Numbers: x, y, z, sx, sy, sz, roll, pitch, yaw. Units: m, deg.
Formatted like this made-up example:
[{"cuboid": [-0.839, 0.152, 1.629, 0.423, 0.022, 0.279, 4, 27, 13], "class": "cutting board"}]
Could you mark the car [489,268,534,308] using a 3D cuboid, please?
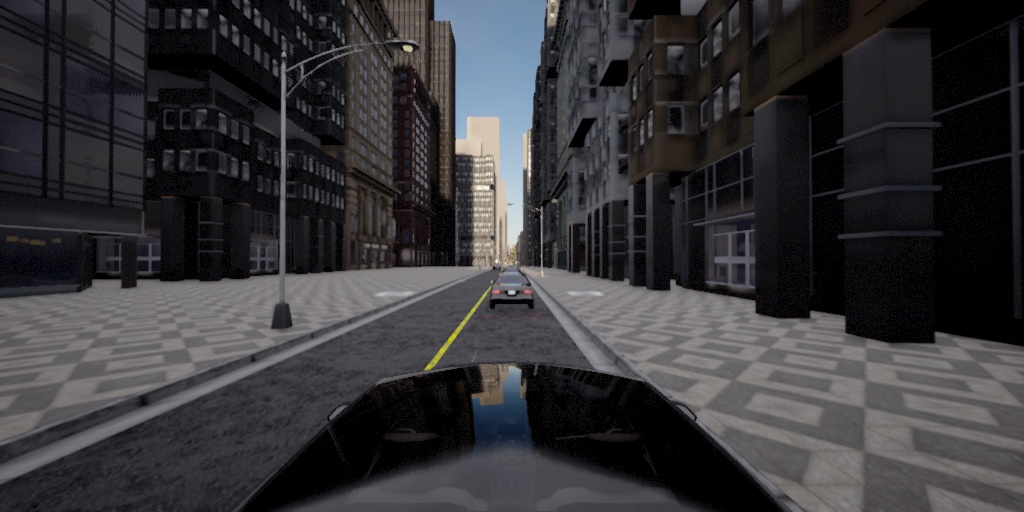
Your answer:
[{"cuboid": [-0.006, 1.426, 15.842, 2.033, 1.411, 5.357, 0, 0, 0], "class": "car"}]

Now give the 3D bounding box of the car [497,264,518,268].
[{"cuboid": [-0.011, 1.598, 31.157, 1.994, 1.385, 4.181, 0, -1, 0], "class": "car"}]
